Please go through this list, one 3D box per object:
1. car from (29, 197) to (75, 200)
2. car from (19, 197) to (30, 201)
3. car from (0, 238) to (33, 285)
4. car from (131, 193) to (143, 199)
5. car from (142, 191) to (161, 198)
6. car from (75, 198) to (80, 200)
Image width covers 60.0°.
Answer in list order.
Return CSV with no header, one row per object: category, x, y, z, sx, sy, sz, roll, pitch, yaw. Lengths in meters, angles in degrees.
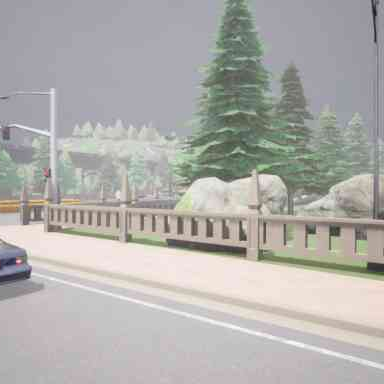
car,-18.670,1.601,44.505,1.895,1.301,4.718,0,0,36
car,-23.782,1.492,49.384,2.128,1.511,4.902,0,0,36
car,-6.146,1.547,8.340,5.357,1.411,2.033,0,0,36
car,-11.461,1.031,66.528,1.882,1.535,5.008,0,3,36
car,-6.260,1.095,61.808,2.128,1.511,4.902,0,3,36
car,-19.126,1.478,49.868,1.882,1.535,5.008,0,0,36
